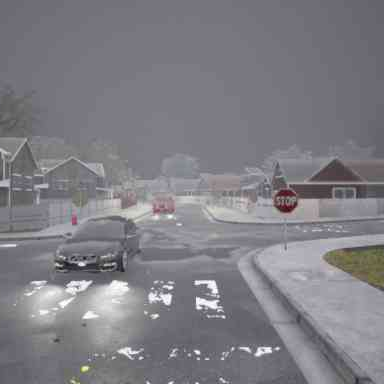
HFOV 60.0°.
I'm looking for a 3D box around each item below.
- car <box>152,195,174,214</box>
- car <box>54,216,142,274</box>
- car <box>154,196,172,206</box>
[{"bbox_3d":[-3.124,1.366,36.452,2.150,2.045,5.566,0,1,-1],"label":"car"},{"bbox_3d":[-2.776,1.587,10.802,1.837,1.490,4.892,0,0,0],"label":"car"},{"bbox_3d":[-5.341,1.631,60.997,1.882,1.535,5.008,0,1,-23],"label":"car"}]
